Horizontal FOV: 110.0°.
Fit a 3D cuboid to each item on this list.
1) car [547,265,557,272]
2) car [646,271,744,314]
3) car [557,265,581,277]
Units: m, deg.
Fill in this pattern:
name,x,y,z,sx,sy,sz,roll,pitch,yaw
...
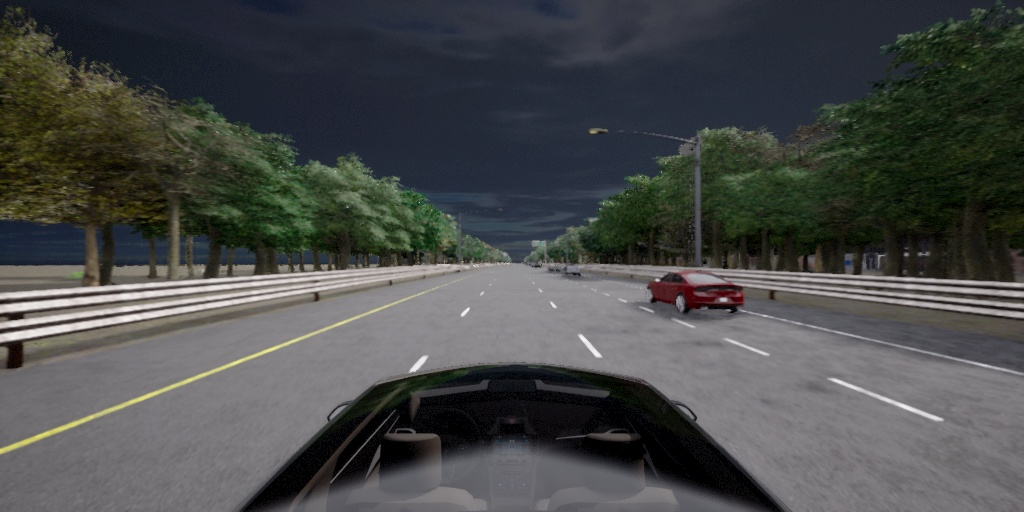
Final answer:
name,x,y,z,sx,sy,sz,roll,pitch,yaw
car,7.259,2.174,62.948,1.895,1.301,4.718,0,-1,0
car,7.020,1.323,14.366,1.882,1.535,5.008,0,-1,0
car,7.135,1.777,44.020,2.033,1.411,5.357,0,-1,0
